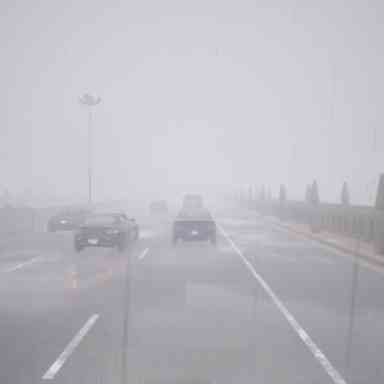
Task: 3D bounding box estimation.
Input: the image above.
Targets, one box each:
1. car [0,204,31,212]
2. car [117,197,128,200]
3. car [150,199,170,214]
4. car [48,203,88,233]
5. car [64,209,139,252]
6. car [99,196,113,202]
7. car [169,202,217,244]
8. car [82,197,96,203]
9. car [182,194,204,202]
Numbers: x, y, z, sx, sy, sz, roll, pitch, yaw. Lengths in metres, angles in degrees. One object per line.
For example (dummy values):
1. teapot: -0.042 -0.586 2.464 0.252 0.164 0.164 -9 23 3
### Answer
1. car: -14.094 1.607 25.823 1.895 1.301 4.718 0 0 0
2. car: -13.989 1.641 67.282 1.994 1.385 4.181 0 0 0
3. car: -3.394 1.505 35.682 2.128 1.511 4.902 0 0 0
4. car: -6.896 1.567 19.833 1.994 1.385 4.181 0 0 0
5. car: -3.411 1.528 13.777 1.812 1.442 4.674 0 0 0
6. car: -17.489 1.574 67.850 1.837 1.490 4.892 0 0 0
7. car: 0.102 1.480 15.832 1.882 1.535 5.008 0 0 0
8. car: -20.989 1.629 67.808 1.994 1.385 4.181 0 0 0
9. car: 0.106 1.234 35.083 2.150 2.045 5.566 0 0 0
